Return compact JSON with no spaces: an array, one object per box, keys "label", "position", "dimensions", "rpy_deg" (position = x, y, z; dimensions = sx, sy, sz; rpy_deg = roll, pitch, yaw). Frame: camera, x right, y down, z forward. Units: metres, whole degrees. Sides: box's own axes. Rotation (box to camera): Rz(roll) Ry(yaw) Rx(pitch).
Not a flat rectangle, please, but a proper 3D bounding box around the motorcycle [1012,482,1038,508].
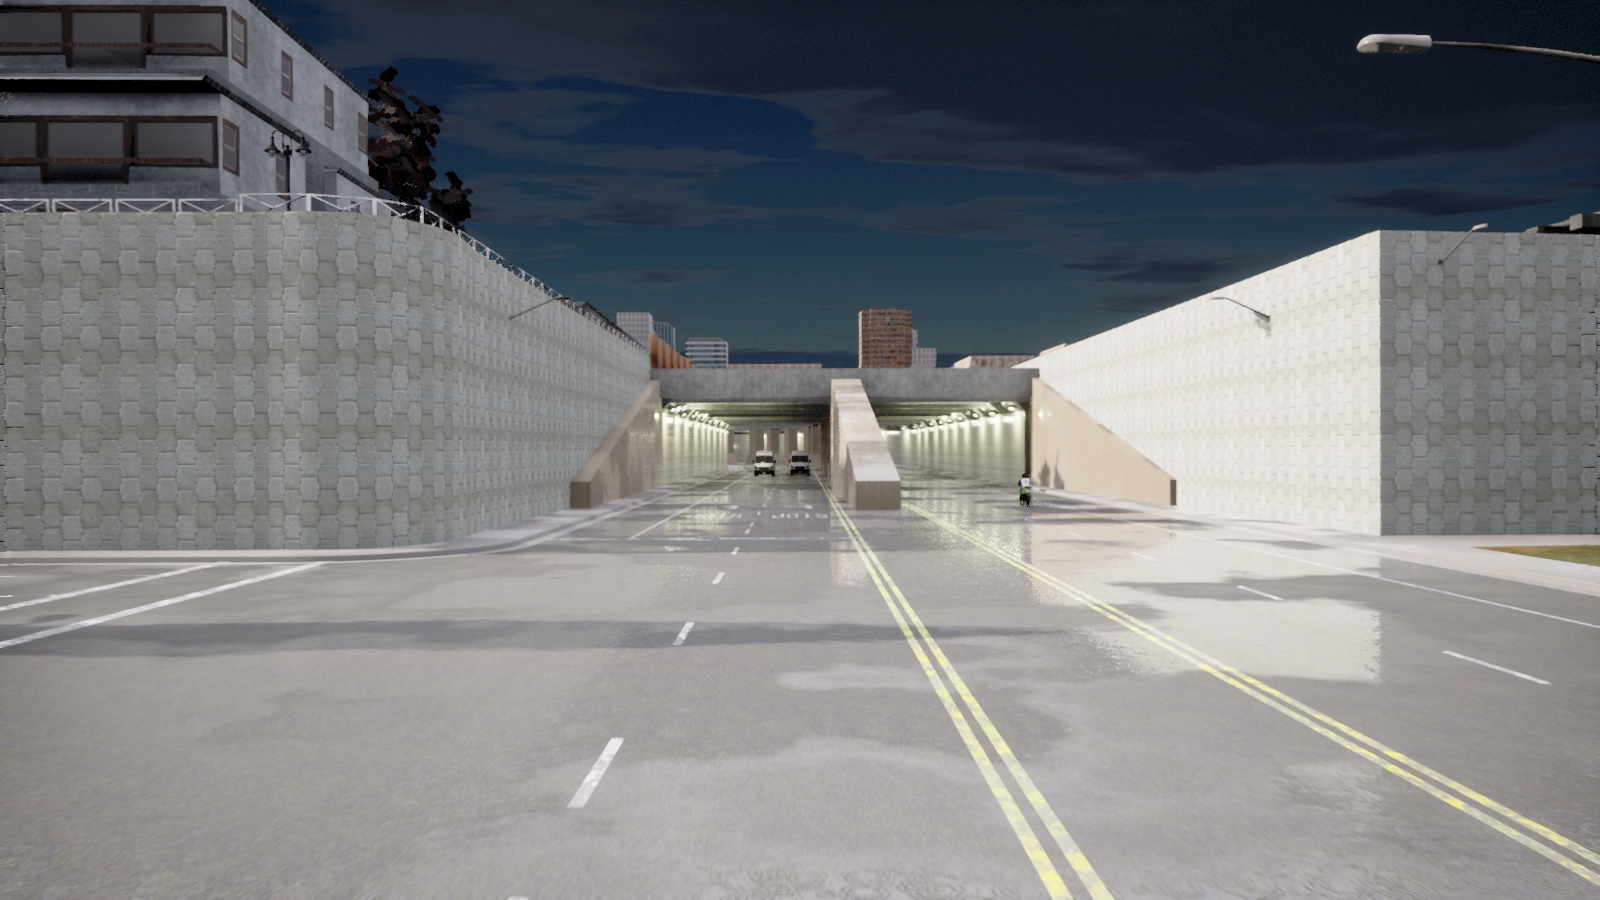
[{"label":"motorcycle","position":[10.475,2.075,53.339],"dimensions":[0.803,1.145,2.033],"rpy_deg":[0,0,0]}]
